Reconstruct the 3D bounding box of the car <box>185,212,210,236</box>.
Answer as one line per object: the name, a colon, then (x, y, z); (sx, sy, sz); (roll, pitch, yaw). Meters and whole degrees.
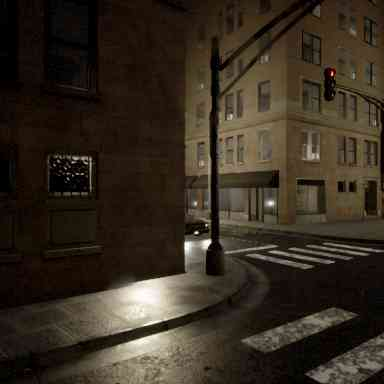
car: (-1.331, 1.515, 17.726); (2.033, 1.411, 5.357); (0, 0, -36)
